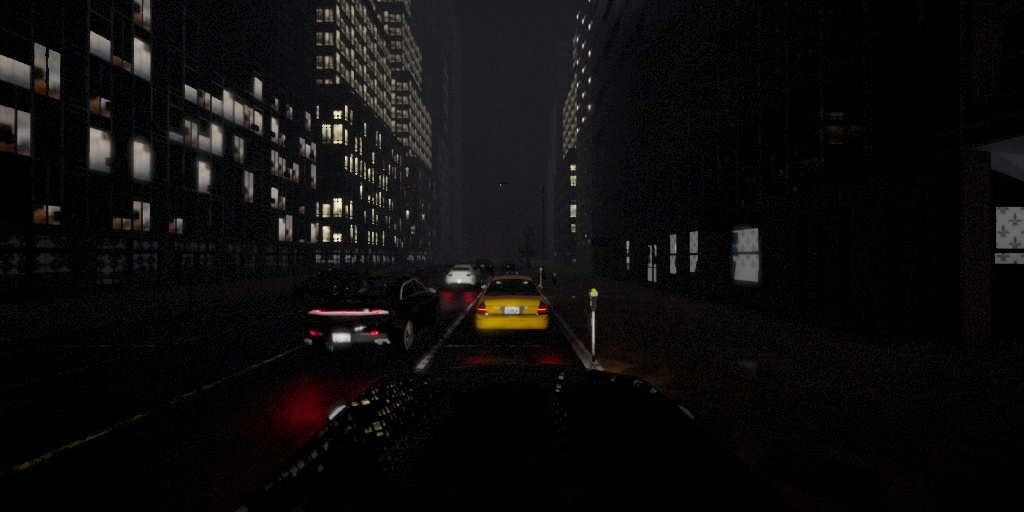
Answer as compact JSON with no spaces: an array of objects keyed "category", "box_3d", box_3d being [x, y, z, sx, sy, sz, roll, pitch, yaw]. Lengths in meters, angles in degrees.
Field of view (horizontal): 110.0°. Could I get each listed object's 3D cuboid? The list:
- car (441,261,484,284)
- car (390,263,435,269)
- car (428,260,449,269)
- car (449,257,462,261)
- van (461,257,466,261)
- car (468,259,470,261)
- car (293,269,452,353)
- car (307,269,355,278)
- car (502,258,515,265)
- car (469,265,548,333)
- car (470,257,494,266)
[{"category":"car","box_3d":[-3.147,1.271,23.661,1.812,1.442,4.674,0,0,0]},{"category":"car","box_3d":[-6.247,1.310,21.640,1.994,1.385,4.181,0,0,0]},{"category":"car","box_3d":[-8.836,1.286,40.419,2.007,1.370,4.403,0,0,0]},{"category":"car","box_3d":[-8.836,1.273,51.803,1.888,1.381,4.507,0,0,0]},{"category":"van","box_3d":[-8.836,1.064,57.496,1.690,1.789,3.998,0,0,0]},{"category":"car","box_3d":[-8.836,1.301,63.188,1.802,1.307,4.207,0,0,0]},{"category":"car","box_3d":[-3.048,1.242,8.844,2.128,1.511,4.902,0,0,0]},{"category":"car","box_3d":[-8.836,1.313,17.650,1.948,1.339,4.313,0,0,0]},{"category":"car","box_3d":[-0.455,1.298,46.099,1.948,1.339,4.313,0,0,0]},{"category":"car","box_3d":[0.004,1.206,10.689,1.801,1.575,5.366,0,0,0]},{"category":"car","box_3d":[-3.048,1.088,39.491,2.097,1.767,4.553,0,0,0]}]
